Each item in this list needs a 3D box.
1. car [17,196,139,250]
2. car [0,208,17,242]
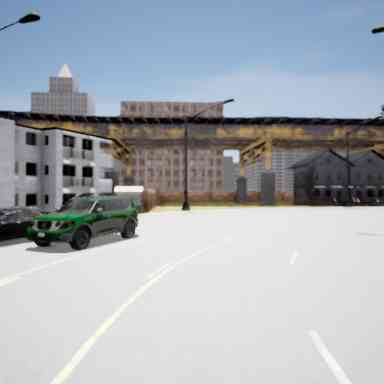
[{"bbox_3d":[-4.495,1.214,14.810,2.150,2.045,5.566,0,0,23],"label":"car"},{"bbox_3d":[-8.253,1.500,14.666,1.837,1.490,4.892,0,0,21],"label":"car"}]
